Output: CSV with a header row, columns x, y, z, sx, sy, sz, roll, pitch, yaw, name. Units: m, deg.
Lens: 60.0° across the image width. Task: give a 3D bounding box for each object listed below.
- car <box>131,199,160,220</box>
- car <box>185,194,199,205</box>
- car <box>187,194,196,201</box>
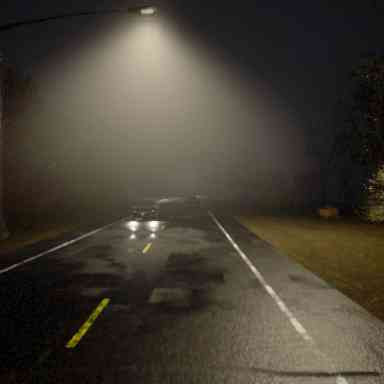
x,y,z,sx,sy,sz,roll,pitch,yaw,name
-3.593,1.357,26.547,1.837,1.490,4.892,0,0,0,car
0.023,1.287,50.005,1.994,1.385,4.181,0,0,0,car
-0.186,1.184,74.351,1.895,1.301,4.718,0,0,0,car
